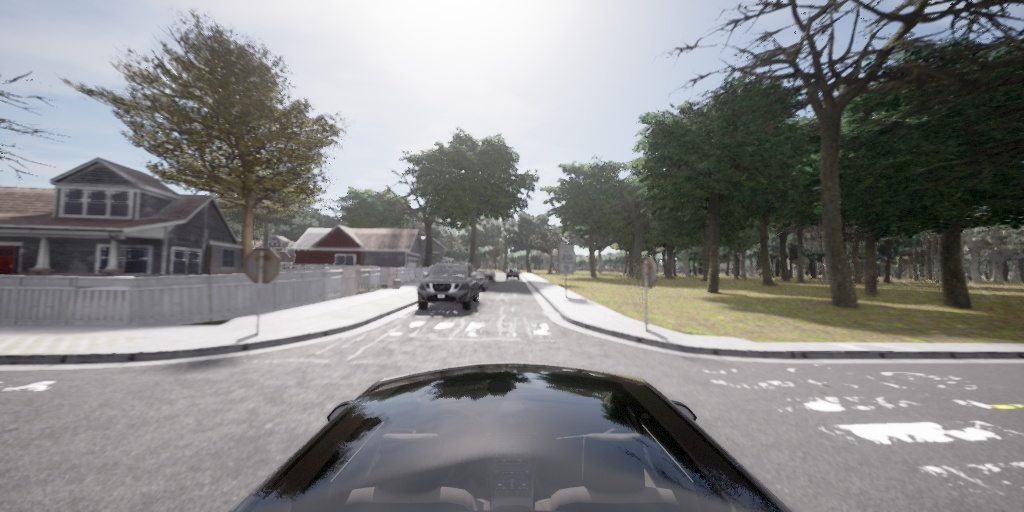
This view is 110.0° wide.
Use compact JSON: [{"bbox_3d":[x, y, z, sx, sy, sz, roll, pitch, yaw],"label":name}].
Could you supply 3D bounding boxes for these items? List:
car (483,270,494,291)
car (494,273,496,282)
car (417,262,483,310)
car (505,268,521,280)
[{"bbox_3d":[-2.814,1.889,27.789,2.033,1.411,5.357,1,-1,1],"label":"car"},{"bbox_3d":[-2.796,2.251,39.898,1.895,1.301,4.718,1,-1,0],"label":"car"},{"bbox_3d":[-2.806,1.300,16.893,2.150,2.045,5.566,1,-1,0],"label":"car"},{"bbox_3d":[0.103,2.413,48.499,1.837,1.490,4.892,1,-1,0],"label":"car"}]
